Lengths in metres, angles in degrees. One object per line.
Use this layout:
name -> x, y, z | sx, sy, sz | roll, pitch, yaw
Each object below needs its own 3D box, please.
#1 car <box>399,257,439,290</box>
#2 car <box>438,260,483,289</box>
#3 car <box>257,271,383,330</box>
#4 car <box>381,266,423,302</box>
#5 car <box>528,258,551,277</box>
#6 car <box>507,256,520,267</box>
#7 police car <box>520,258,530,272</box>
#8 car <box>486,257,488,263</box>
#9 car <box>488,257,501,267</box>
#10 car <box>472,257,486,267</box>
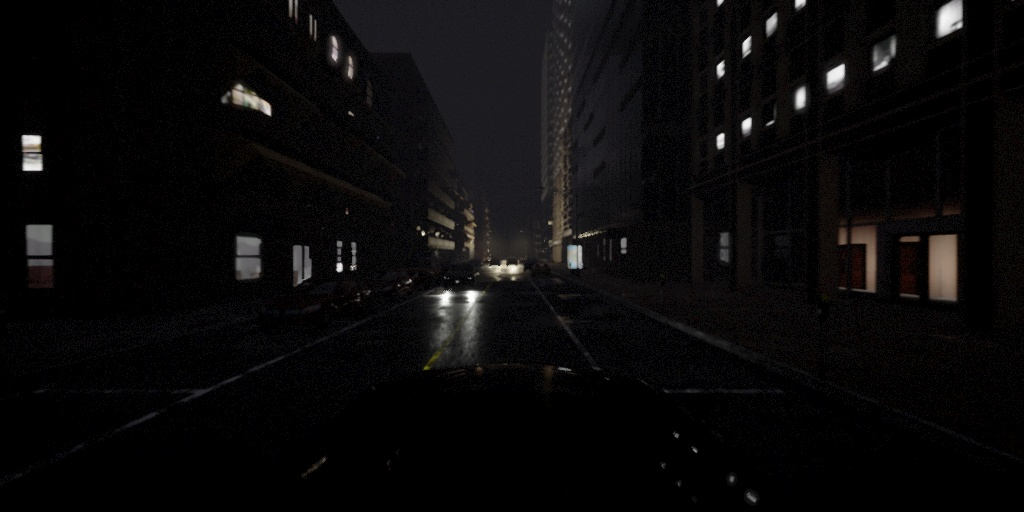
car -> -5.690, 1.010, 22.229 | 2.192, 1.841, 5.009 | 0, 0, 0
car -> -3.096, 1.199, 22.689 | 1.837, 1.490, 4.892 | 0, 0, 0
car -> -5.690, 1.306, 10.932 | 1.802, 1.307, 4.207 | 0, 0, 0
car -> -5.689, 1.292, 16.581 | 1.802, 1.307, 4.207 | 0, 0, 0
car -> 2.692, 1.191, 33.696 | 1.751, 1.417, 4.829 | 0, 0, 0
car -> 0.005, 1.073, 64.056 | 1.882, 1.535, 5.008 | 0, 0, 0
police car -> 2.370, 1.063, 44.441 | 1.930, 1.638, 5.238 | 0, 0, 0
car -> -5.686, 1.125, 61.599 | 1.751, 1.417, 4.829 | 0, 0, 0
car -> -3.019, 1.069, 64.428 | 1.882, 1.535, 5.008 | 0, 0, 1
car -> -5.687, 1.178, 56.120 | 1.948, 1.339, 4.313 | 0, 0, 0
